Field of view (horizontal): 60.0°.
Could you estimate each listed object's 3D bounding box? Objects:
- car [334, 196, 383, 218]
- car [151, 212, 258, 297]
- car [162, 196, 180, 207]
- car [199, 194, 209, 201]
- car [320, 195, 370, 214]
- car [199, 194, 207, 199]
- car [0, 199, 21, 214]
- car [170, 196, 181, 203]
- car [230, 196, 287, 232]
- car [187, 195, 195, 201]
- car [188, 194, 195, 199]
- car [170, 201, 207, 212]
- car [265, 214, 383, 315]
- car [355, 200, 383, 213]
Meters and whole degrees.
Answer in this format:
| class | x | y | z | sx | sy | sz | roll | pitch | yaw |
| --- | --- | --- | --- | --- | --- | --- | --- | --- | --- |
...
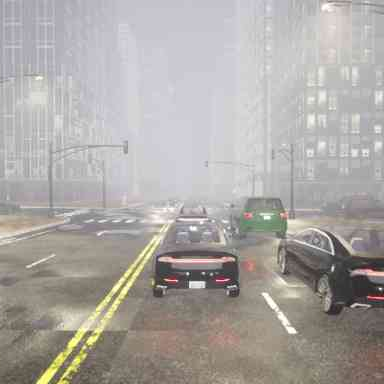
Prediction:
| class | x | y | z | sx | sy | sz | roll | pitch | yaw |
| --- | --- | --- | --- | --- | --- | --- | --- | --- | --- |
| car | 16.119 | 1.518 | 30.131 | 5.009 | 1.841 | 2.192 | 1 | 0 | 1 |
| car | 0.077 | 1.487 | 8.527 | 2.128 | 1.511 | 4.902 | 0 | 0 | 0 |
| car | -3.481 | 1.453 | 51.405 | 2.128 | 1.511 | 4.902 | 0 | 0 | 0 |
| car | 3.031 | 1.510 | 81.331 | 1.895 | 1.301 | 4.718 | 0 | 0 | 0 |
| car | 16.853 | 1.337 | 35.901 | 5.566 | 2.045 | 2.150 | 1 | 1 | 1 |
| car | 3.004 | 1.291 | 91.303 | 1.994 | 1.385 | 4.181 | 0 | 0 | 0 |
| car | -19.483 | 1.406 | 33.209 | 4.181 | 1.385 | 1.994 | 1 | 1 | 1 |
| car | -3.442 | 1.490 | 70.642 | 1.994 | 1.385 | 4.181 | 0 | 0 | 0 |
| car | 3.302 | 1.212 | 17.360 | 2.150 | 2.045 | 5.566 | 0 | 0 | 0 |
| car | -0.218 | 1.454 | 80.878 | 2.033 | 1.411 | 5.357 | 0 | 0 | 0 |
| car | -0.247 | 1.333 | 91.325 | 1.895 | 1.301 | 4.718 | 0 | 0 | 0 |
| car | 0.051 | 1.482 | 17.712 | 2.128 | 1.511 | 4.902 | 0 | 0 | 0 |
| car | 3.327 | 1.488 | 7.518 | 2.128 | 1.511 | 4.902 | 0 | 0 | 0 |
| car | 21.705 | 1.641 | 38.433 | 4.829 | 1.417 | 1.752 | 1 | 0 | 1 |
